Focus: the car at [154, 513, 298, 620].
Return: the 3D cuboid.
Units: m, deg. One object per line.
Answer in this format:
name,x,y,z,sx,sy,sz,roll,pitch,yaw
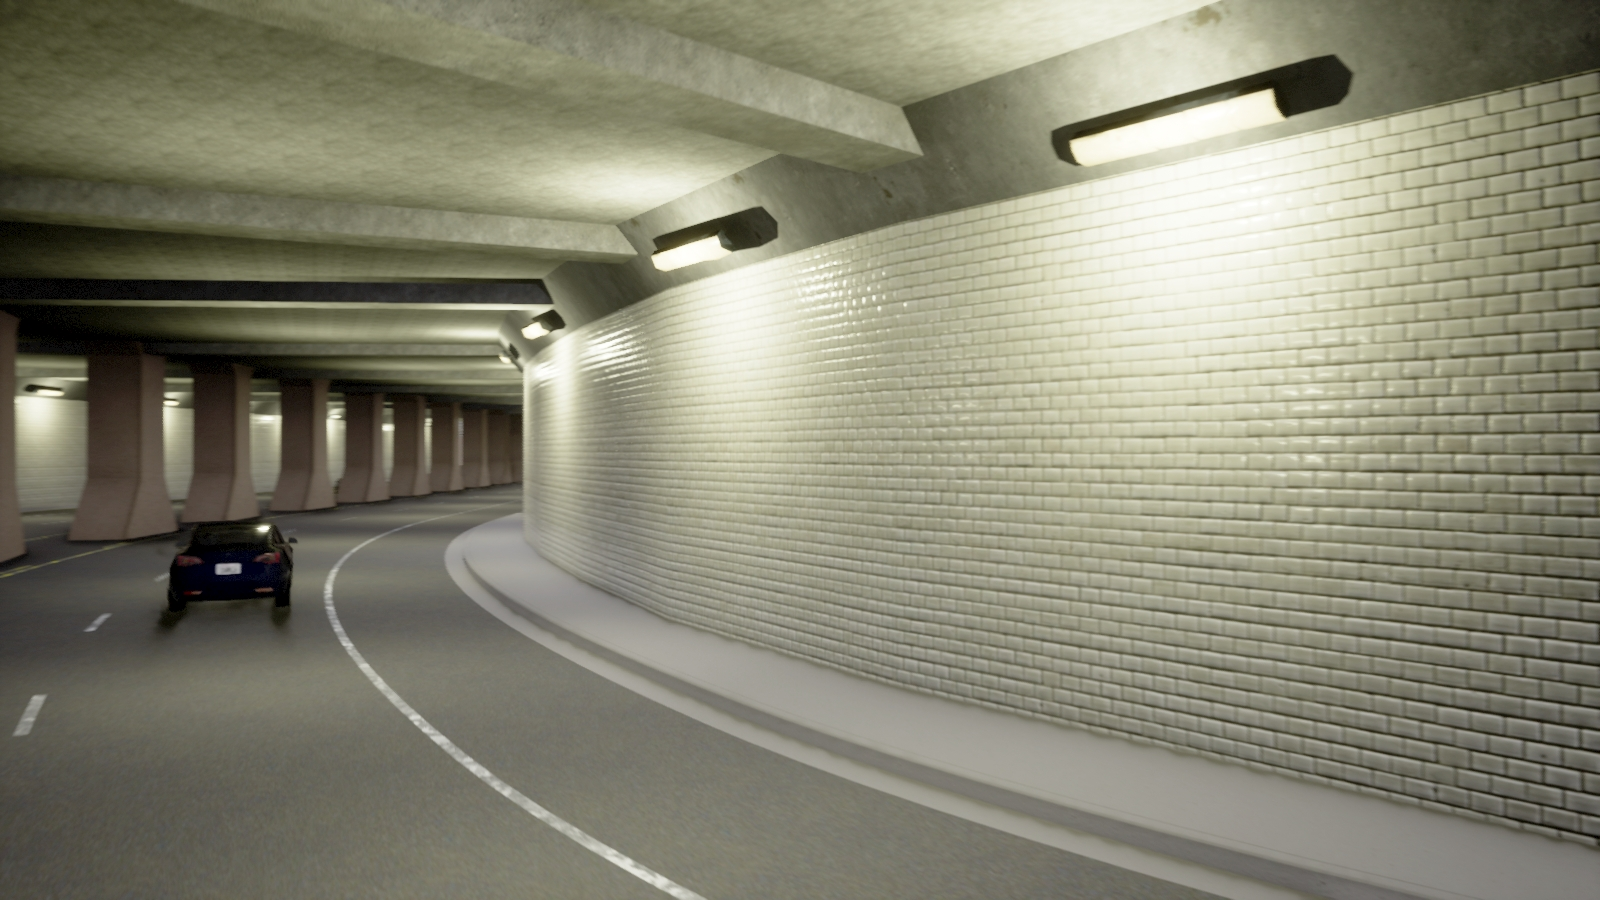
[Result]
car,-10.710,2.079,21.632,2.163,1.488,4.792,0,0,-23
